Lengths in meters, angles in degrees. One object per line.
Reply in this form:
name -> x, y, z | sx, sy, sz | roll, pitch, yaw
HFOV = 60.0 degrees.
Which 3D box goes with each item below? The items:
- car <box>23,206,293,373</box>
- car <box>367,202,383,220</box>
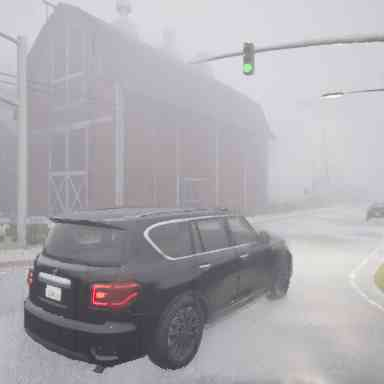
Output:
car -> -0.038, 1.276, 6.062 | 2.150, 2.045, 5.566 | 0, 0, 36
car -> 15.664, 1.549, 27.402 | 1.812, 1.442, 4.674 | 0, 0, 36
